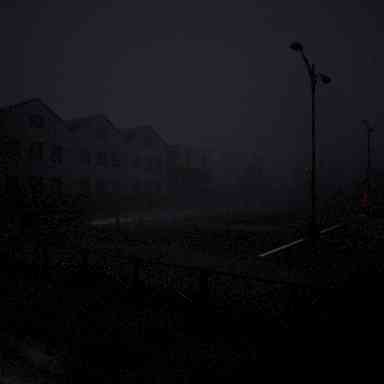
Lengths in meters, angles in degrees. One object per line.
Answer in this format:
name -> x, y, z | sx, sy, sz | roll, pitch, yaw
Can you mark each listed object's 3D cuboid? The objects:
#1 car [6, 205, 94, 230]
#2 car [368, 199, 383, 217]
car -> -8.188, 1.409, 19.722 | 1.895, 1.301, 4.718 | 0, 0, 34
car -> 15.494, 1.298, 26.768 | 2.007, 1.523, 4.514 | 0, 0, 35
